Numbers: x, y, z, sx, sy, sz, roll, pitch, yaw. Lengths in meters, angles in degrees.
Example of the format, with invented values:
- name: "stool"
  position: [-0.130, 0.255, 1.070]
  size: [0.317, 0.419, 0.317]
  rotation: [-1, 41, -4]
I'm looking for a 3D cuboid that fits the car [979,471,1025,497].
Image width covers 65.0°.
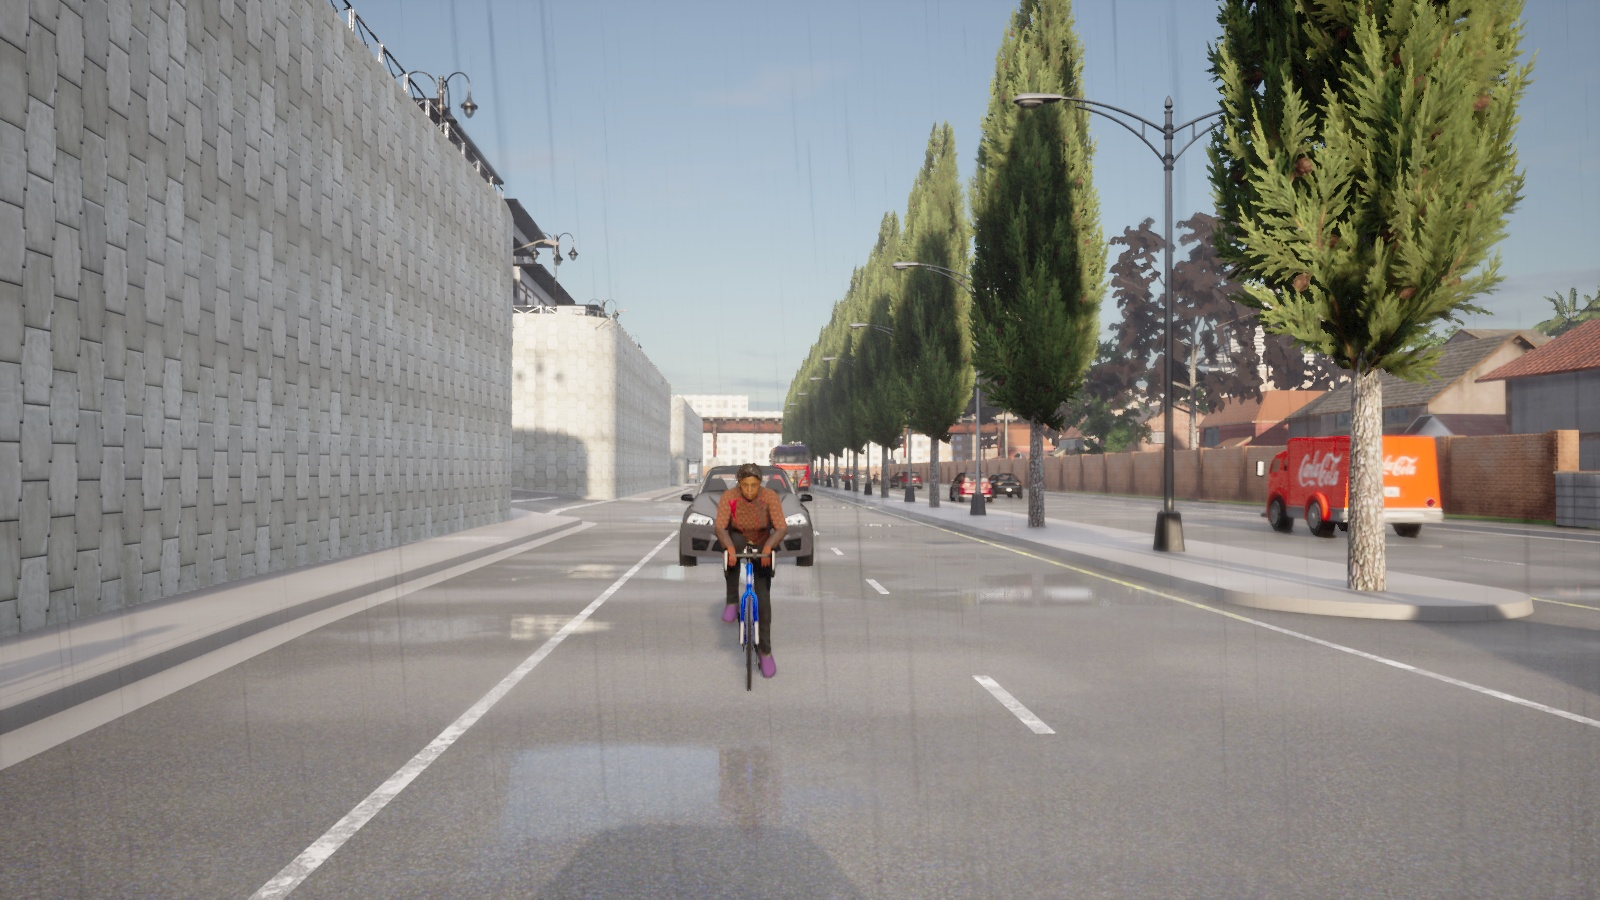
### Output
- name: "car"
  position: [11.819, 1.996, 73.625]
  size: [1.816, 1.474, 4.193]
  rotation: [0, -1, -3]

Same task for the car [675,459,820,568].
- name: "car"
  position: [-0.915, 1.022, 21.790]
  size: [2.242, 1.667, 4.611]
  rotation: [0, -1, -2]

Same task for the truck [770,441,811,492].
- name: "truck"
  position: [-0.784, 1.276, 98.361]
  size: [2.891, 3.827, 8.468]
  rotation: [0, -1, -3]

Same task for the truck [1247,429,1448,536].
- name: "truck"
  position: [13.658, 0.797, 31.792]
  size: [2.627, 2.467, 5.204]
  rotation: [0, -1, -3]

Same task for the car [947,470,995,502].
- name: "car"
  position: [8.723, 1.820, 64.359]
  size: [1.789, 1.549, 3.705]
  rotation: [0, -1, -3]

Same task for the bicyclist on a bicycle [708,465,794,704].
- name: "bicyclist on a bicycle"
  position: [-0.371, 0.923, 9.378]
  size: [0.582, 1.620, 1.656]
  rotation: [0, -1, -3]
